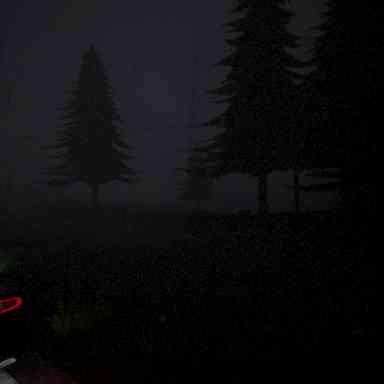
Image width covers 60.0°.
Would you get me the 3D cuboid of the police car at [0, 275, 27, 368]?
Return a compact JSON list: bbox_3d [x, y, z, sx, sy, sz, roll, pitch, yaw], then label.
[{"bbox_3d":[-4.275,1.414,4.898,5.238,1.638,1.930,0,1,42],"label":"police car"}]
